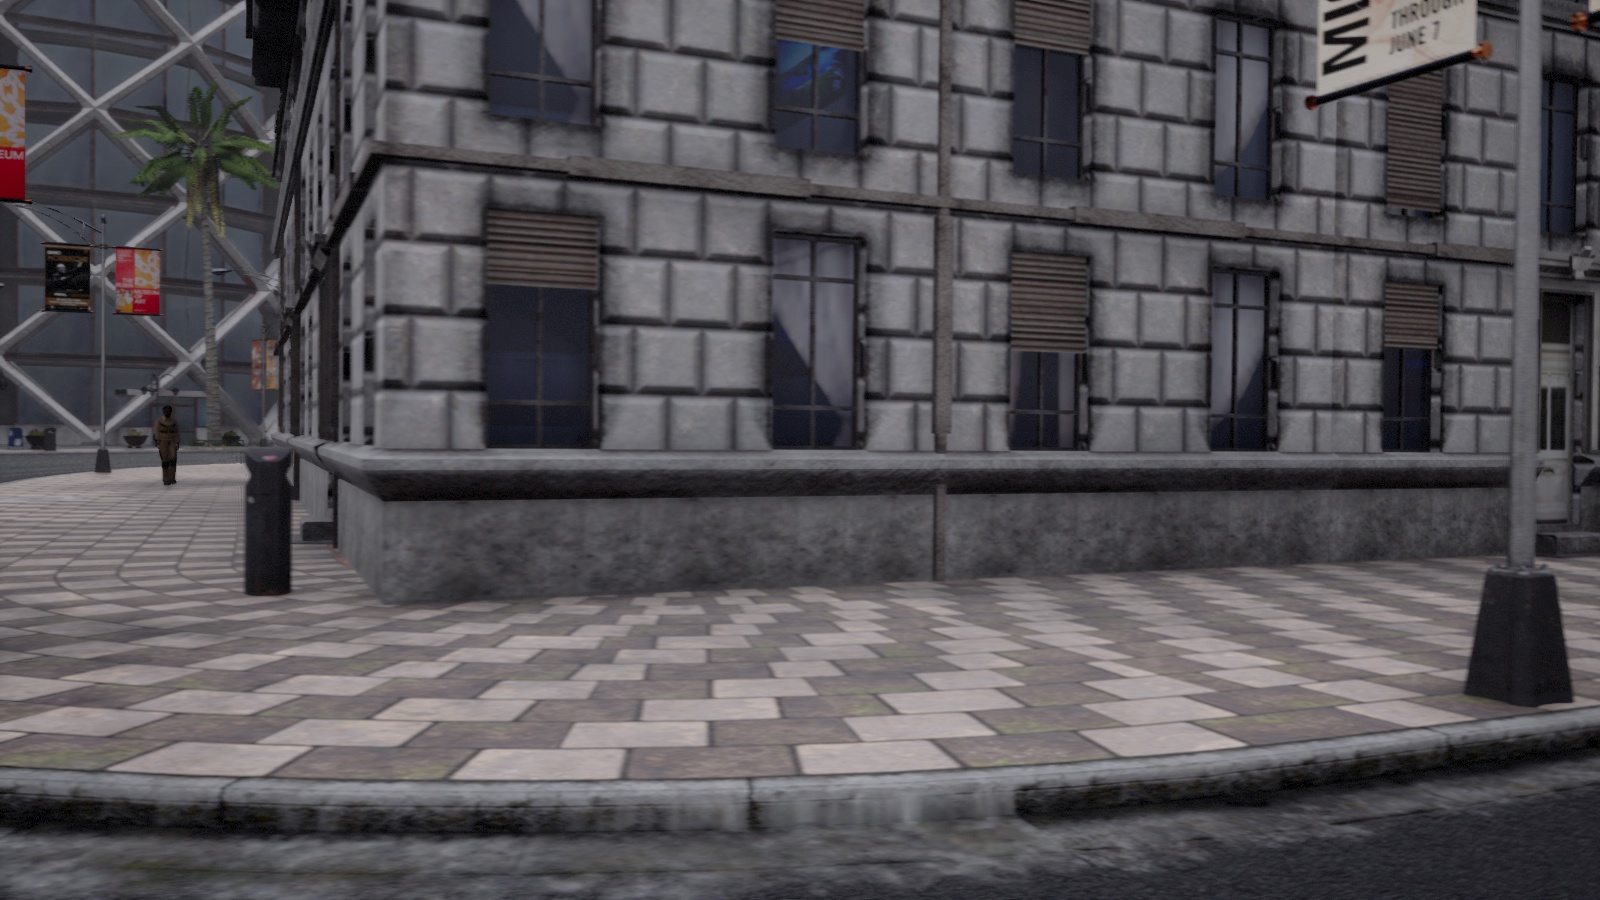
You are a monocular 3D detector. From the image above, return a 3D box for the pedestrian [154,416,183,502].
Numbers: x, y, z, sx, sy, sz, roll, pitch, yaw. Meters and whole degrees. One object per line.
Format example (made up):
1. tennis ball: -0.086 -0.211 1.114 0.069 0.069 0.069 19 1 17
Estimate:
1. pedestrian: -14.336 0.203 28.519 0.396 1.930 0.692 -1 1 -41
